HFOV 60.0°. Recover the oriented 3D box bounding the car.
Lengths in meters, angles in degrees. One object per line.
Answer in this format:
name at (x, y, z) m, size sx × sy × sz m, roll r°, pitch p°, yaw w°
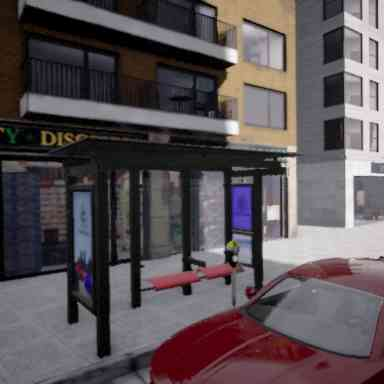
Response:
car at (1.677, 1.475, 3.589) m, size 4.507 × 1.381 × 1.887 m, roll -1°, pitch 1°, yaw -35°
